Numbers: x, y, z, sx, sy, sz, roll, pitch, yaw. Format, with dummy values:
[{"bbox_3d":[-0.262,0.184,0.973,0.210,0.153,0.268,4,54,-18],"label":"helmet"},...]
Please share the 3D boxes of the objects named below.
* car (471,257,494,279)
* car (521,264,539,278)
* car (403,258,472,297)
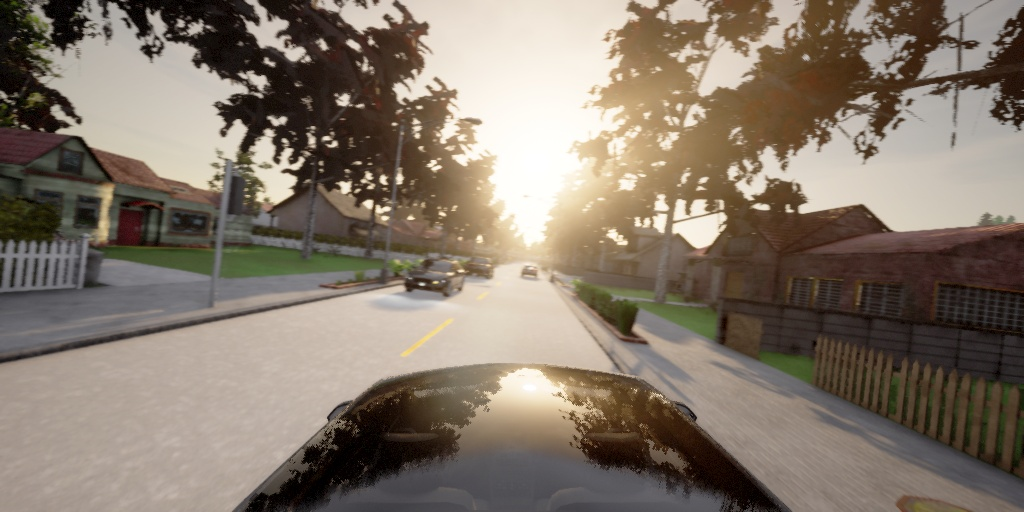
[{"bbox_3d":[-2.668,0.854,29.650,2.097,1.767,4.553,7,0,3],"label":"car"},{"bbox_3d":[1.961,1.635,39.878,2.033,1.411,5.357,7,0,4],"label":"car"},{"bbox_3d":[-3.381,0.885,16.506,1.837,1.490,4.892,7,0,3],"label":"car"}]
